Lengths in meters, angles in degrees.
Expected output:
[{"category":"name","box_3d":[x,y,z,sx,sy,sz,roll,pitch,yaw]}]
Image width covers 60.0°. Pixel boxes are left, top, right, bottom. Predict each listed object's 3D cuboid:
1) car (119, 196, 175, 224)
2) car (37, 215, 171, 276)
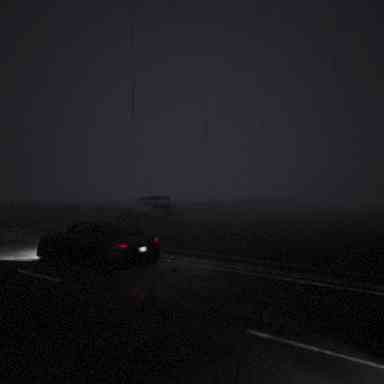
[{"category":"car","box_3d":[-2.801,1.213,21.113,1.905,1.878,3.866,0,0,35]},{"category":"car","box_3d":[-2.988,1.563,10.413,4.181,1.385,1.994,0,0,35]}]
